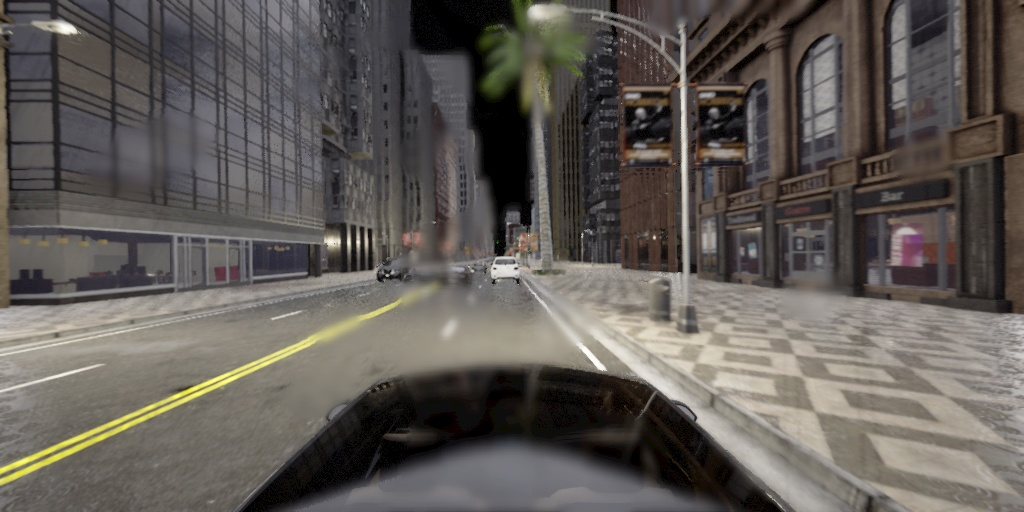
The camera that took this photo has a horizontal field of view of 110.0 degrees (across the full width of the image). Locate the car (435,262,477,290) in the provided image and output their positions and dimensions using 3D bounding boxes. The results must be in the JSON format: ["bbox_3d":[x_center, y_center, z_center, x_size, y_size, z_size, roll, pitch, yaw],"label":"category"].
[{"bbox_3d":[-3.658,1.396,24.285,1.882,1.535,5.008,-1,0,-1],"label":"car"}]

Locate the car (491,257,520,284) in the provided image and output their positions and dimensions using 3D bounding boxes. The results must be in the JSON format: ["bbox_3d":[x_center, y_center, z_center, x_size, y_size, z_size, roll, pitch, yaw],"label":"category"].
[{"bbox_3d":[-0.540,1.109,29.273,2.150,2.045,5.566,-1,0,-1],"label":"car"}]

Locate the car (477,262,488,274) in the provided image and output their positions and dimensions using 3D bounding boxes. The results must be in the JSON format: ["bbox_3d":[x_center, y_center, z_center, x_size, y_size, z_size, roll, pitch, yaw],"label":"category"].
[{"bbox_3d":[-4.260,1.538,47.723,2.128,1.511,4.902,-1,0,-1],"label":"car"}]

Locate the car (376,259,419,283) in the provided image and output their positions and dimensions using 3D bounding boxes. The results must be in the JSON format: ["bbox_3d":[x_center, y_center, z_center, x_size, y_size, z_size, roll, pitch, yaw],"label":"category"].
[{"bbox_3d":[-10.579,1.300,32.988,2.150,2.045,5.566,-1,0,-1],"label":"car"}]

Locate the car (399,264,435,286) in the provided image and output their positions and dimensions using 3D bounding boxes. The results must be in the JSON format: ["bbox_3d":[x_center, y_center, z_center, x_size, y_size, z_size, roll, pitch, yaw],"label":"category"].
[{"bbox_3d":[-7.220,1.602,28.834,1.895,1.301,4.718,-1,0,-1],"label":"car"}]
